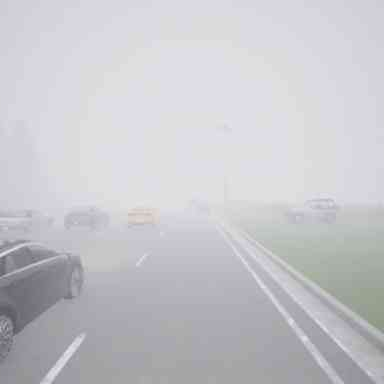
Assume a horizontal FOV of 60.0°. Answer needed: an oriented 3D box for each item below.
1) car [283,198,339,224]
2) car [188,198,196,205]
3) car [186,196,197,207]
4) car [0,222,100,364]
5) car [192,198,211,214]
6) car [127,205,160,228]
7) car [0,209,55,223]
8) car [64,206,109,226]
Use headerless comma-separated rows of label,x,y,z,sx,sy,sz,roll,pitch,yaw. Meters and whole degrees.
car,8.930,1.419,24.806,3.866,1.878,1.905,0,0,0
car,0.024,2.085,75.735,1.837,1.490,4.892,0,0,0
car,0.019,1.721,60.417,2.150,2.045,5.566,0,0,0
car,-3.397,1.540,5.713,2.128,1.511,4.902,0,0,0
car,1.238,1.844,40.801,1.837,1.490,4.892,0,0,0
car,-3.390,1.676,23.848,1.882,1.535,5.008,0,0,0
car,-10.392,1.775,20.823,1.895,1.301,4.718,0,0,0
car,-6.893,1.677,22.191,2.128,1.511,4.902,0,0,0
